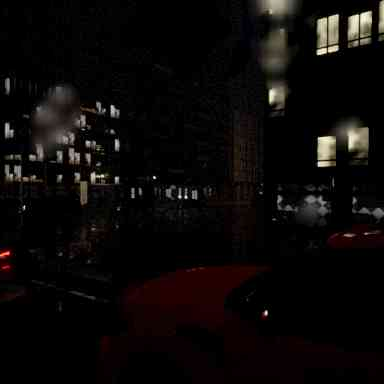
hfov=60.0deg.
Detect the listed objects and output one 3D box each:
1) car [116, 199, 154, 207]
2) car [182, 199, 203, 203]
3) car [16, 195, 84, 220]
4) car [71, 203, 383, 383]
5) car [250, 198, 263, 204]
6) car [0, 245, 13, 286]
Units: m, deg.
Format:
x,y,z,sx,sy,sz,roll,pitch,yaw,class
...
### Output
x,y,z,sx,sy,sz,roll,pitch,yaw,class
-6.309,1.595,37.198,2.128,1.511,4.902,1,0,37,car
-0.155,1.676,45.448,1.812,1.442,4.674,1,0,36,car
-12.245,1.280,29.174,2.150,2.045,5.566,1,0,39,car
1.773,1.222,2.421,5.566,2.045,2.150,0,0,35,car
11.628,1.793,55.953,2.033,1.411,5.357,1,0,37,car
-6.128,1.522,8.041,4.674,1.442,1.812,0,0,35,car
